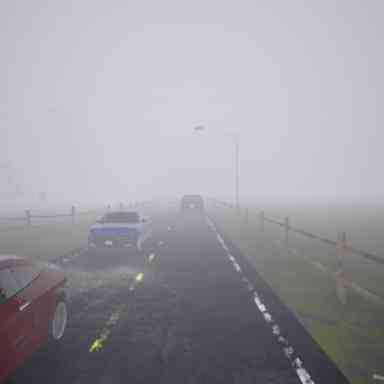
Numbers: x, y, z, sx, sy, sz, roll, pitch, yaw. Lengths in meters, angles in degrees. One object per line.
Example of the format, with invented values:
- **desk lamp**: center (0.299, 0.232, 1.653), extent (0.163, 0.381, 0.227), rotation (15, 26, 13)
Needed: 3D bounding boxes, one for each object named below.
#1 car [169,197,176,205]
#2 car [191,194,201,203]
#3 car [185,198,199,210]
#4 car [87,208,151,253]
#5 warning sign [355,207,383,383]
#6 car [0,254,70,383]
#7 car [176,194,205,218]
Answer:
- **car**: center (-2.916, 1.593, 59.735), extent (1.994, 1.385, 4.181), rotation (0, 0, 0)
- **car**: center (0.821, 1.390, 69.110), extent (2.097, 1.767, 4.553), rotation (0, 0, 0)
- **car**: center (-0.010, 1.536, 45.018), extent (1.812, 1.442, 4.674), rotation (0, 0, 0)
- **car**: center (-2.870, 1.477, 13.964), extent (1.882, 1.535, 5.008), rotation (0, 0, 0)
- **warning sign**: center (2.456, 1.113, 3.124), extent (1.300, 1.860, 1.060), rotation (1, 1, 0)
- **car**: center (-2.850, 1.527, 3.663), extent (1.812, 1.442, 4.674), rotation (0, 0, -1)
- **car**: center (0.021, 1.222, 29.930), extent (2.150, 2.045, 5.566), rotation (0, 0, 0)
